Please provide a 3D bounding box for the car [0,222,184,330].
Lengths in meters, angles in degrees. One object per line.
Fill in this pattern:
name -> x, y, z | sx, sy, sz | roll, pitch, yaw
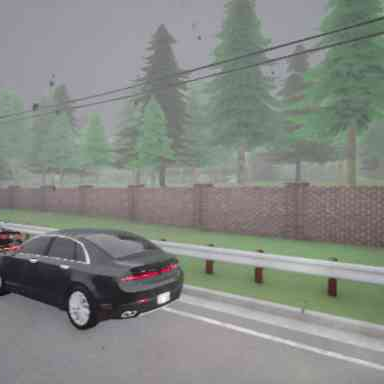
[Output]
car -> -2.432, 1.496, 6.928 | 4.892, 1.490, 1.837 | 0, 0, 36
